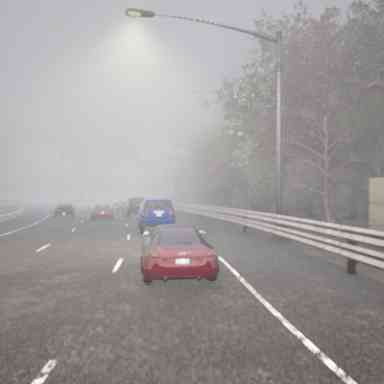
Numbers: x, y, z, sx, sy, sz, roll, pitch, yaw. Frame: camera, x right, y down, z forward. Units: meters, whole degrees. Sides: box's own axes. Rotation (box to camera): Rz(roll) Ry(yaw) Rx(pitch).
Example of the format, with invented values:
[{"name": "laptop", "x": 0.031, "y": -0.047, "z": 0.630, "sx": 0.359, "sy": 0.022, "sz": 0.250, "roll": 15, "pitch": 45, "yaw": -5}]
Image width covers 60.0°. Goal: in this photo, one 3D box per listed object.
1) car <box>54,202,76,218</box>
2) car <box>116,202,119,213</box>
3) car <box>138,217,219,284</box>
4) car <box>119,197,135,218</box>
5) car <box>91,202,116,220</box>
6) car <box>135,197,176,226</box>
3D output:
[{"name": "car", "x": -12.940, "y": 1.828, "z": 33.848, "sx": 1.837, "sy": 1.490, "sz": 4.892, "roll": 0, "pitch": -1, "yaw": -19}, {"name": "car", "x": -9.403, "y": 1.953, "z": 43.599, "sx": 2.033, "sy": 1.411, "sz": 5.357, "roll": 0, "pitch": -1, "yaw": -23}, {"name": "car", "x": -0.496, "y": 1.654, "z": 9.946, "sx": 1.994, "sy": 1.385, "sz": 4.181, "roll": 0, "pitch": -1, "yaw": -8}, {"name": "car", "x": -5.878, "y": 1.541, "z": 34.383, "sx": 2.150, "sy": 2.045, "sz": 5.566, "roll": 0, "pitch": 0, "yaw": -18}, {"name": "car", "x": -8.622, "y": 1.863, "z": 31.866, "sx": 1.994, "sy": 1.385, "sz": 4.181, "roll": 0, "pitch": -1, "yaw": -16}, {"name": "car", "x": -2.343, "y": 1.415, "z": 21.307, "sx": 2.150, "sy": 2.045, "sz": 5.566, "roll": 0, "pitch": -1, "yaw": -11}]
